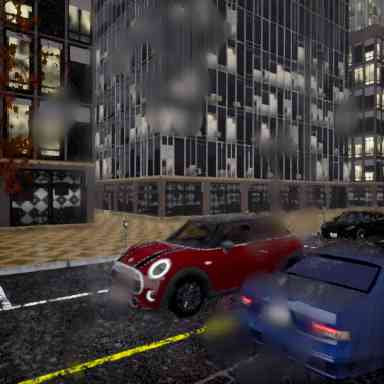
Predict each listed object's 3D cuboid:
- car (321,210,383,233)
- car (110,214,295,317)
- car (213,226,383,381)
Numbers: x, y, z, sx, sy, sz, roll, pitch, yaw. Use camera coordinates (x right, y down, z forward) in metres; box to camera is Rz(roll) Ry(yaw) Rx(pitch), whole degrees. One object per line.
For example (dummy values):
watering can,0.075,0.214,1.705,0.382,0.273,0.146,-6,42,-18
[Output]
car,8.140,1.563,16.226,4.313,1.339,1.947,0,0,-36
car,0.493,1.352,7.592,4.553,1.767,2.097,0,0,-36
car,3.111,1.547,5.526,5.357,1.411,2.033,0,0,-36
